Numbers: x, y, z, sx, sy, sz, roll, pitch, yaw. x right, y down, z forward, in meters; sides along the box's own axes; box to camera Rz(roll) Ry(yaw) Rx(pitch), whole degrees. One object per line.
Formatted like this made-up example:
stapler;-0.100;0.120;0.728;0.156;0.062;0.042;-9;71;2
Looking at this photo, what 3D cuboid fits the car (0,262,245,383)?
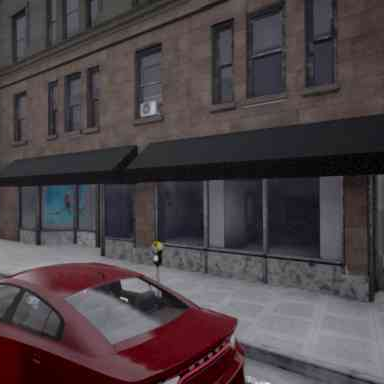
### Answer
car;-1.591;1.545;3.983;4.507;1.381;1.887;0;0;35
